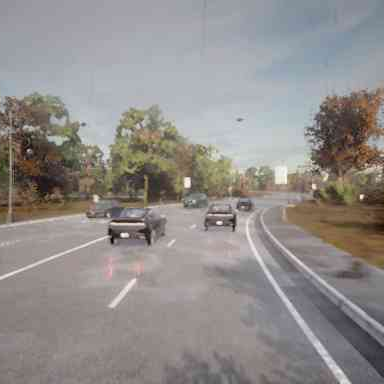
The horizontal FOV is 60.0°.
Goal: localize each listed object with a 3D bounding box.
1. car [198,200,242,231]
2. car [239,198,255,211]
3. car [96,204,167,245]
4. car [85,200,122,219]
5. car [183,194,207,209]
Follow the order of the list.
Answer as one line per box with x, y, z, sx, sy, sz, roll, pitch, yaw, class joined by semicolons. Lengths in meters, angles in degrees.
1.878;1.508;20.888;2.128;1.511;4.902;0;0;8;car
6.758;1.551;41.917;1.837;1.490;4.892;0;0;17;car
-2.374;1.489;15.509;2.128;1.511;4.902;0;0;6;car
-7.507;1.482;29.176;1.837;1.490;4.892;0;0;12;car
0.577;1.237;46.234;2.150;2.045;5.566;0;0;18;car
